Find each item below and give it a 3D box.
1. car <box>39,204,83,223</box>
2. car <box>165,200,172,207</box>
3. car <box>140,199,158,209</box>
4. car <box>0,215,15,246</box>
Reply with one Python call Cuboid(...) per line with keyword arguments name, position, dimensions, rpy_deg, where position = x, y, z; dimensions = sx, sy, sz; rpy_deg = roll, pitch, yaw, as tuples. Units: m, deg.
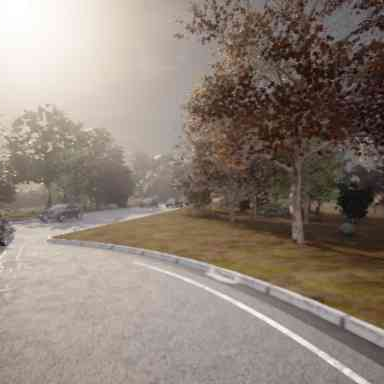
Cuboid(name="car", position=(-11.535, 1.847, 29.637), dimensions=(1.837, 1.490, 4.892), rpy_deg=(-1, 0, 11))
Cuboid(name="car", position=(-2.956, 1.818, 54.953), dimensions=(2.033, 1.411, 5.357), rpy_deg=(-1, 0, 11))
Cuboid(name="car", position=(-6.896, 1.849, 53.541), dimensions=(1.837, 1.490, 4.892), rpy_deg=(-1, -1, 11))
Cuboid(name="car", position=(-9.878, 1.805, 16.085), dimensions=(2.033, 1.411, 5.357), rpy_deg=(-1, 0, -25))
